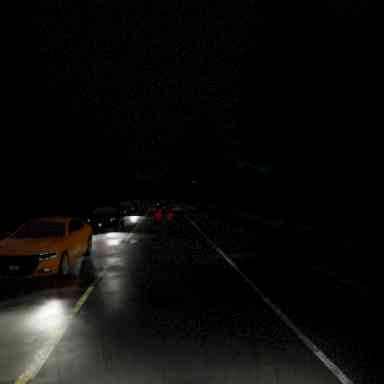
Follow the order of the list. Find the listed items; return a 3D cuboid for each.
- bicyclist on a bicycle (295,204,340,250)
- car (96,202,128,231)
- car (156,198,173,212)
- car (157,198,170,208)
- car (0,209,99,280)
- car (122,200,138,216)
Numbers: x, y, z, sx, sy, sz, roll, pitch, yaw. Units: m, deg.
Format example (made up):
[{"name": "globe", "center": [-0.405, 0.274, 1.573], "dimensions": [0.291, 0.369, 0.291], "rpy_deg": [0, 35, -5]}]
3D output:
[{"name": "bicyclist on a bicycle", "center": [4.409, 1.231, 11.701], "dimensions": [1.656, 1.620, 0.582], "rpy_deg": [-1, 0, -5]}, {"name": "car", "center": [-5.384, 1.583, 21.080], "dimensions": [1.812, 1.442, 4.674], "rpy_deg": [-1, 0, -5]}, {"name": "car", "center": [-3.282, 1.540, 39.337], "dimensions": [1.812, 1.442, 4.674], "rpy_deg": [-1, 0, -5]}, {"name": "car", "center": [-4.260, 1.620, 50.190], "dimensions": [1.895, 1.301, 4.718], "rpy_deg": [-1, 0, -5]}, {"name": "car", "center": [-4.440, 1.530, 10.391], "dimensions": [1.882, 1.535, 5.008], "rpy_deg": [-1, 0, -5]}, {"name": "car", "center": [-6.437, 1.587, 33.349], "dimensions": [1.812, 1.442, 4.674], "rpy_deg": [-1, 0, -5]}]
